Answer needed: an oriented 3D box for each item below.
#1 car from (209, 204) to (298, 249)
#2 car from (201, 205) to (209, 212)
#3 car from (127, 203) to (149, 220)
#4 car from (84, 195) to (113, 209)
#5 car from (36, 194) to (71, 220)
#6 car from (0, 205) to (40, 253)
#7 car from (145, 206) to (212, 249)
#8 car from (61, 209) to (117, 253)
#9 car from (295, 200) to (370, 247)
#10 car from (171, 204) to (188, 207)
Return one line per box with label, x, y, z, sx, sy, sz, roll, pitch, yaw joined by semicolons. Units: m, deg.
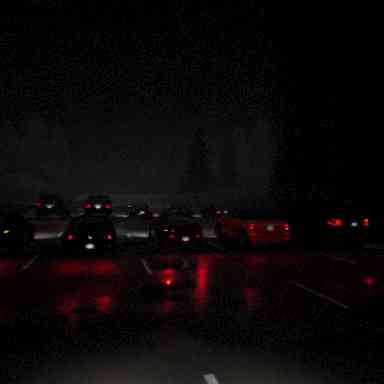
car;2.649;1.495;15.564;2.097;1.767;4.553;1;-1;-15
car;2.242;1.781;30.869;2.033;1.411;5.357;1;0;-15
car;-4.613;1.665;29.430;1.994;1.385;4.181;1;0;-15
car;-7.913;1.250;28.229;2.150;2.045;5.566;1;0;-15
car;-11.298;1.184;27.340;2.150;2.045;5.566;1;0;-15
car;-7.579;1.472;13.175;1.812;1.442;4.674;1;0;-15
car;-0.814;1.605;14.971;1.812;1.442;4.674;1;0;-15
car;-4.131;1.613;13.806;1.895;1.301;4.718;1;0;-15
car;6.050;1.429;16.396;2.150;2.045;5.566;1;0;-15
car;-1.216;1.732;30.273;1.994;1.385;4.181;1;0;-15
